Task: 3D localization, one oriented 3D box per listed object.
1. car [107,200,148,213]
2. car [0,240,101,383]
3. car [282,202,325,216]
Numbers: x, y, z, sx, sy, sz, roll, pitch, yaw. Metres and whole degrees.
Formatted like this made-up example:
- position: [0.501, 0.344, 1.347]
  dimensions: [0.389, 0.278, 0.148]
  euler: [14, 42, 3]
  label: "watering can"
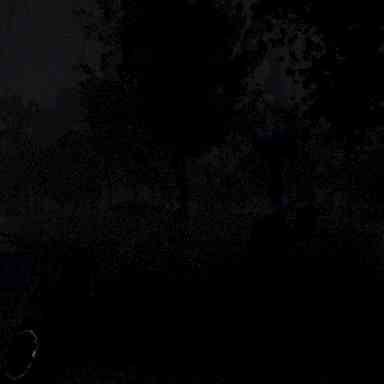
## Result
- position: [-8.091, 1.807, 41.776]
  dimensions: [5.008, 1.535, 1.882]
  euler: [0, -1, -21]
  label: "car"
- position: [-2.966, 1.593, 5.632]
  dimensions: [2.033, 1.411, 5.357]
  euler: [0, 0, -2]
  label: "car"
- position: [11.928, 1.775, 36.001]
  dimensions: [2.128, 1.511, 4.902]
  euler: [1, -1, -31]
  label: "car"
